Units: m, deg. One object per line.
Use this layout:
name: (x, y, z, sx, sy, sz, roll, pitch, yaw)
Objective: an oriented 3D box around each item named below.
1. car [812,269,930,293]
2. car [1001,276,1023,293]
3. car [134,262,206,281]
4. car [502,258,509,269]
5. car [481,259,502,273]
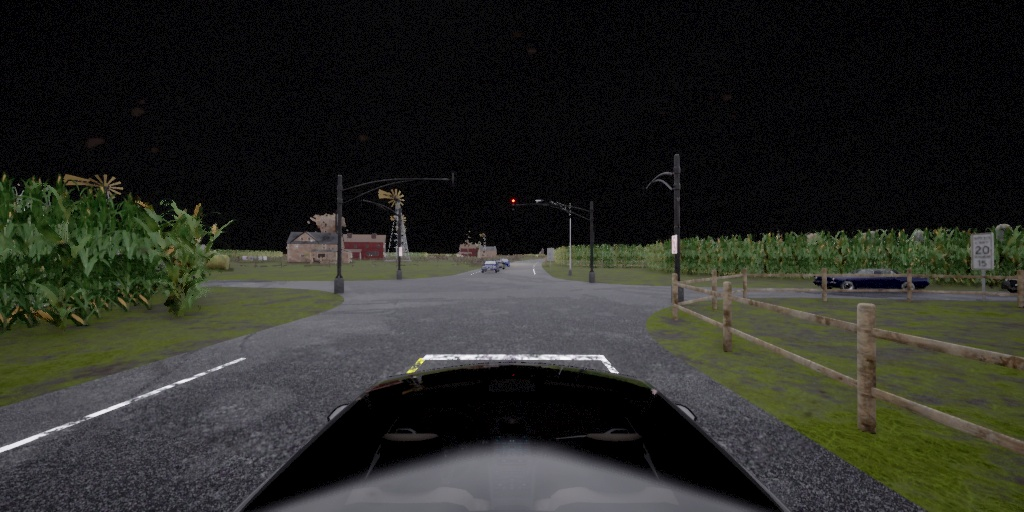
car: (20.380, 1.401, 20.606, 4.718, 1.301, 1.895, 0, -1, 9)
car: (29.348, 1.377, 19.058, 4.181, 1.385, 1.994, 0, -1, 10)
car: (-24.191, 1.195, 25.293, 4.902, 1.511, 2.128, 0, -1, 9)
car: (-2.069, 1.303, 53.944, 1.994, 1.385, 4.181, 0, 0, 5)
car: (-2.598, 1.271, 43.938, 1.812, 1.442, 4.674, 0, 0, 3)
